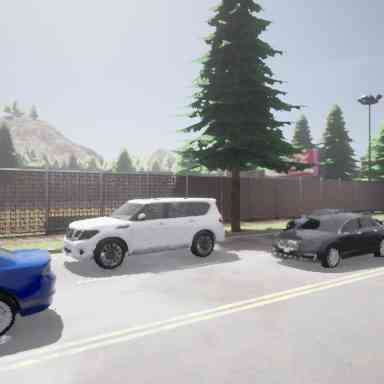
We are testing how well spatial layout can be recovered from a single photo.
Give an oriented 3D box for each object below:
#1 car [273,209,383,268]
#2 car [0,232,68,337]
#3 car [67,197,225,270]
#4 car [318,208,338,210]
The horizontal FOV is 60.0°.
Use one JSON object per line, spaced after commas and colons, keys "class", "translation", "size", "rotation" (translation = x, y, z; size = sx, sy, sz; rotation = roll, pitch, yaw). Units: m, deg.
{"class": "car", "translation": [4.877, 1.505, 11.314], "size": [4.892, 1.490, 1.837], "rotation": [0, 0, -33]}
{"class": "car", "translation": [-4.731, 1.477, 4.954], "size": [5.008, 1.535, 1.882], "rotation": [0, 0, -35]}
{"class": "car", "translation": [-1.427, 1.221, 11.389], "size": [5.566, 2.045, 2.150], "rotation": [0, 0, -33]}
{"class": "car", "translation": [7.152, 1.547, 16.980], "size": [5.357, 1.411, 2.033], "rotation": [0, 0, -33]}
